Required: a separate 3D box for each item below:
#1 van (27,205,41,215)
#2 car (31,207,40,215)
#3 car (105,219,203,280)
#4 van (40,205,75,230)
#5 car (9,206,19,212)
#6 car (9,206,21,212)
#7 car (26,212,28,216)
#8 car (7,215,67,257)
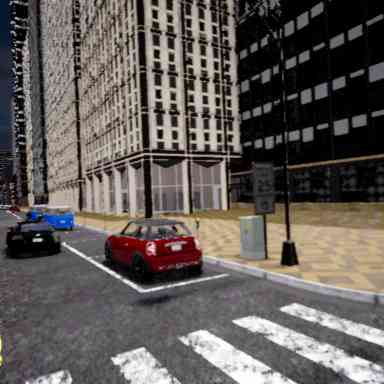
[{"bbox_3d":[-15.832,2.268,34.852,1.690,1.788,3.998,-2,-1,-31],"label":"van"},{"bbox_3d":[-12.938,2.317,29.997,2.008,1.369,4.403,-2,-1,-31],"label":"car"},{"bbox_3d":[-1.401,1.570,10.584,1.967,1.590,4.097,-2,-1,-31],"label":"car"},{"bbox_3d":[-10.062,1.948,25.145,1.690,1.788,3.998,-2,-1,-31],"label":"van"},{"bbox_3d":[-44.674,4.119,83.384,1.947,1.339,4.313,-2,-1,-31],"label":"car"},{"bbox_3d":[-38.904,3.805,73.677,1.802,1.307,4.206,-2,-1,-31],"label":"car"},{"bbox_3d":[-18.708,2.653,39.703,1.947,1.339,4.313,-2,-1,-31],"label":"car"},{"bbox_3d":[-7.280,1.982,15.208,1.994,1.385,4.181,-2,-1,-31],"label":"car"}]
